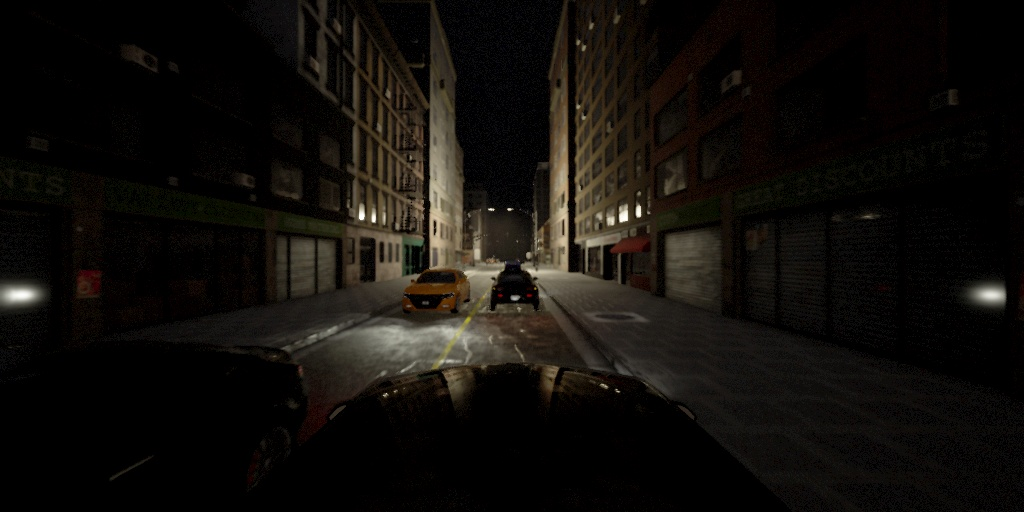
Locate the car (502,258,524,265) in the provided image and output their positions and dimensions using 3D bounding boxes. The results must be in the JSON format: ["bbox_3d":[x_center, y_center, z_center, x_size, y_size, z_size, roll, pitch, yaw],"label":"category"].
[{"bbox_3d":[0.097,1.256,40.491,1.882,1.535,5.008,0,0,0],"label":"car"}]

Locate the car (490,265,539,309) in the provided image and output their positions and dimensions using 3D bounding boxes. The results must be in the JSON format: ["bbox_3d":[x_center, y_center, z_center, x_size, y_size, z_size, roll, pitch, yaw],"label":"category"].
[{"bbox_3d":[0.100,1.277,14.713,1.812,1.442,4.674,0,0,0],"label":"car"}]

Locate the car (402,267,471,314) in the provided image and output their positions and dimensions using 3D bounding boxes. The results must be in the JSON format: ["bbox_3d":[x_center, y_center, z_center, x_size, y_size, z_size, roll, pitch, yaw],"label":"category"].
[{"bbox_3d":[-2.767,1.229,14.058,1.882,1.535,5.008,0,0,1],"label":"car"}]

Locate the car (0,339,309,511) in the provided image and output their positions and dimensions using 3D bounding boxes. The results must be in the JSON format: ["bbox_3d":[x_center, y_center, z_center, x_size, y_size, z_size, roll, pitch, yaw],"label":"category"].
[{"bbox_3d":[-2.850,1.276,1.612,1.812,1.442,4.674,0,0,1],"label":"car"}]
